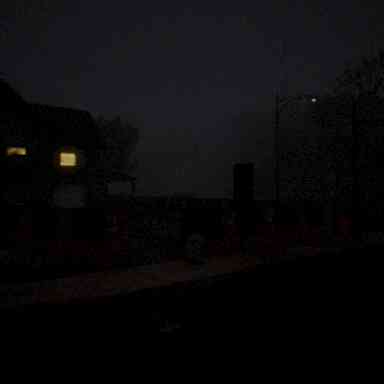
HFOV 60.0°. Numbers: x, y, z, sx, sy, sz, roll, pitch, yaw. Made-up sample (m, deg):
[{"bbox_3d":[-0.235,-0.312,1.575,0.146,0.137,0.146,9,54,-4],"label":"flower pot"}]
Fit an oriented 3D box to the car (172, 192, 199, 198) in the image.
[{"bbox_3d":[-0.541,1.041,41.160,2.150,2.045,5.566,0,0,-36],"label":"car"}]
